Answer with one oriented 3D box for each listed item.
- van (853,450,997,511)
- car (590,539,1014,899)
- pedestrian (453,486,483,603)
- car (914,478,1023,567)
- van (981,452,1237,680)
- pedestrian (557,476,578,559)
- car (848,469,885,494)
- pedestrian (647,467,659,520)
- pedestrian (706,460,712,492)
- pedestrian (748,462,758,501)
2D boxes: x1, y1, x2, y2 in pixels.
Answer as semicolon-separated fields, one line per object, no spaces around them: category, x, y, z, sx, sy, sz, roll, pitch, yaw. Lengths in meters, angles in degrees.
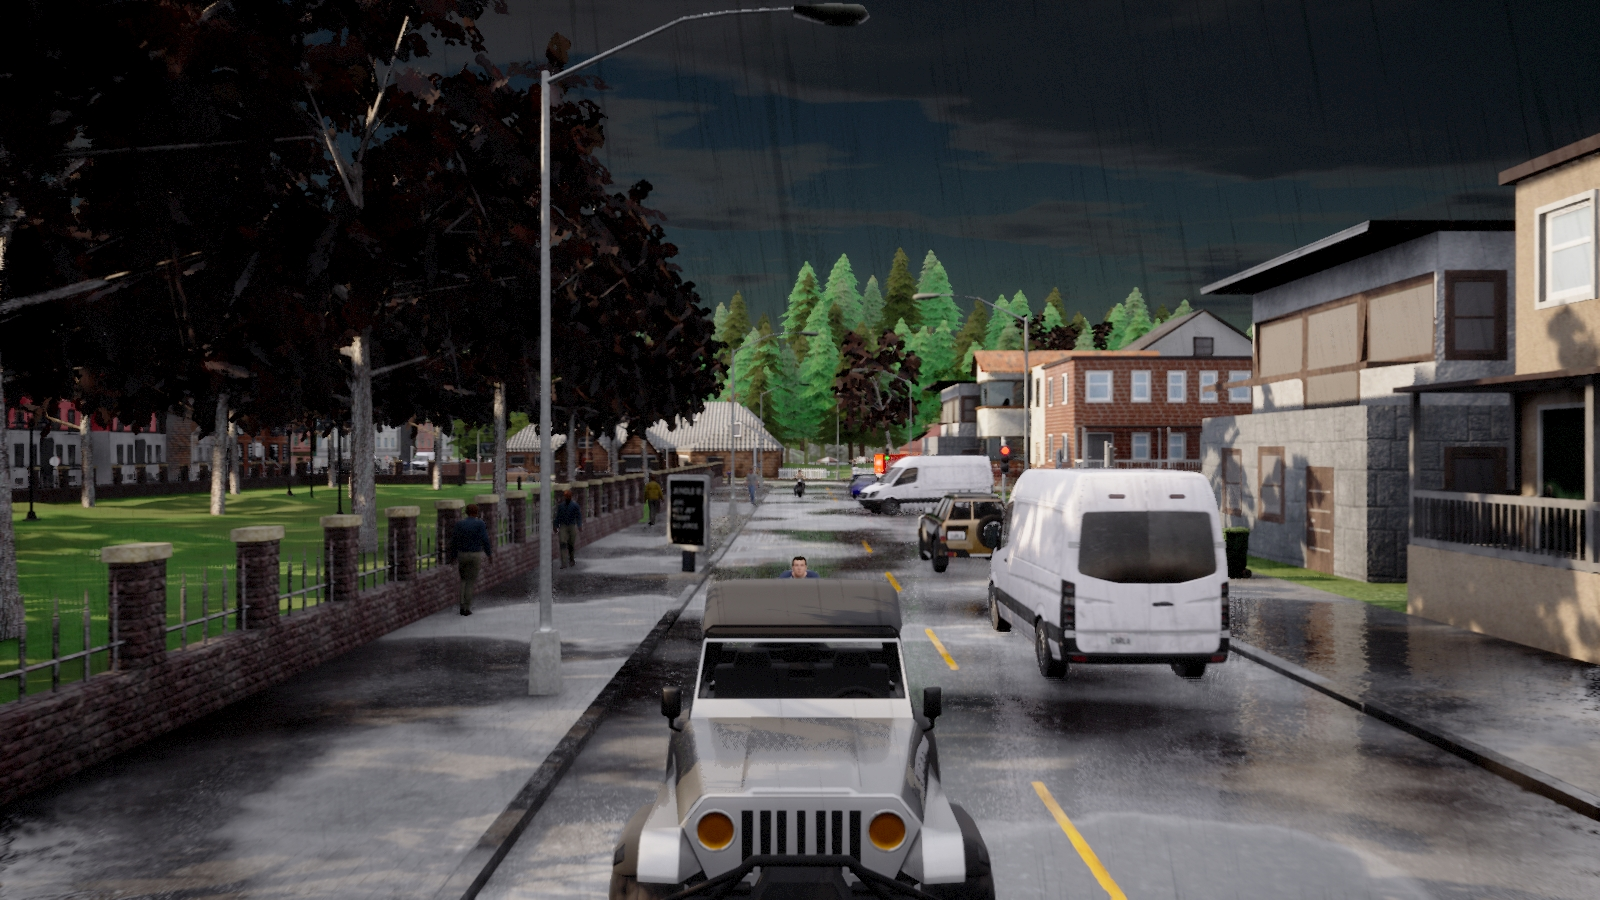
van;5.466;1.314;49.988;5.915;2.561;1.988;0;-1;-16
car;0.015;1.638;7.071;1.905;1.878;3.866;0;0;0
pedestrian;-5.369;1.525;18.473;0.375;1.860;0.375;0;0;0
car;3.939;1.644;27.401;1.932;1.855;4.605;0;0;0
van;3.964;1.315;15.877;1.988;2.561;5.915;0;0;0
pedestrian;-5.294;1.525;26.031;0.375;1.860;0.375;0;0;4
car;3.988;1.899;68.716;1.994;1.385;4.181;0;0;0
pedestrian;-5.195;1.525;40.359;0.375;1.860;0.375;0;0;0
pedestrian;-5.298;1.526;66.421;0.375;1.860;0.375;0;0;-4
pedestrian;-2.289;1.525;55.351;0.375;1.860;0.375;0;0;23
